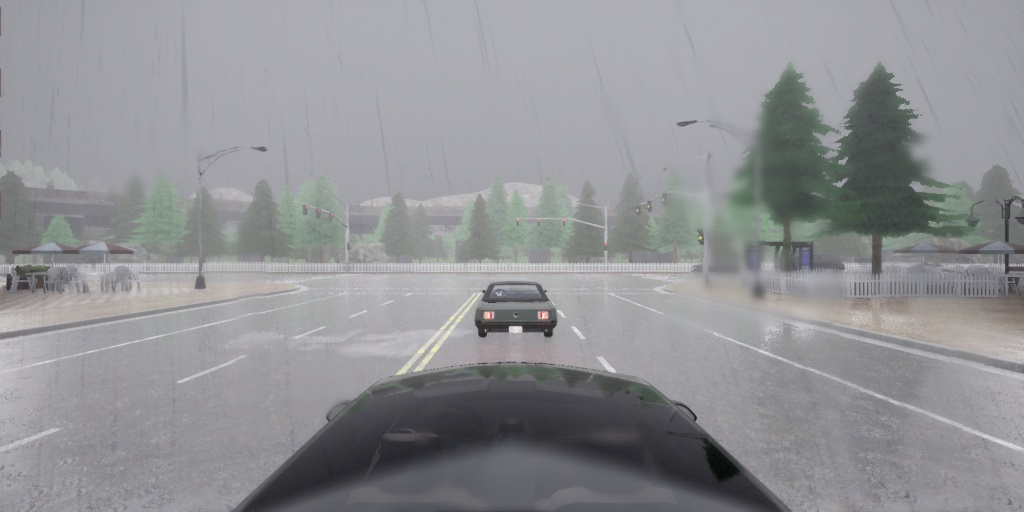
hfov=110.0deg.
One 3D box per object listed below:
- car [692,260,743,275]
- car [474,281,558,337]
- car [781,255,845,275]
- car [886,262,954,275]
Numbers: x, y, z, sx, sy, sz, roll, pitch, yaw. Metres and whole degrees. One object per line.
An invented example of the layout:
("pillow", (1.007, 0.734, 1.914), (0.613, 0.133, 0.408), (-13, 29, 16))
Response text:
("car", (21.489, 1.186, 37.649), (4.902, 1.511, 2.128), (0, 0, 0))
("car", (0.074, 1.351, 10.216), (1.895, 1.301, 4.718), (0, 0, 0))
("car", (31.523, 0.916, 37.585), (5.566, 2.045, 2.150), (0, 0, 1))
("car", (41.808, 1.295, 36.746), (4.718, 1.301, 1.895), (0, 0, 10))
